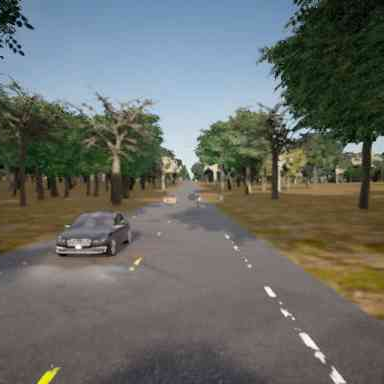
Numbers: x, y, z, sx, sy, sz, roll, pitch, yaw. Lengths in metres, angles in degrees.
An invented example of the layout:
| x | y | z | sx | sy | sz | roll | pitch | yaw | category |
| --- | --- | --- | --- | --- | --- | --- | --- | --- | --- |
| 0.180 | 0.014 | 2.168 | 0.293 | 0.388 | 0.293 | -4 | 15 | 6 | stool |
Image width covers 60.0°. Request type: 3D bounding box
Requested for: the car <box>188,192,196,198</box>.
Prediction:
| x | y | z | sx | sy | sz | roll | pitch | yaw | category |
| --- | --- | --- | --- | --- | --- | --- | --- | --- | --- |
| -0.005 | 0.687 | 84.097 | 1.837 | 1.490 | 4.892 | 0 | 1 | 0 | car |

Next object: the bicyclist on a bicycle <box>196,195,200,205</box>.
| x | y | z | sx | sy | sz | roll | pitch | yaw | category |
| --- | --- | --- | --- | --- | --- | --- | --- | --- | --- |
| 0.960 | 1.275 | 52.481 | 0.582 | 1.620 | 1.656 | 0 | 0 | 0 | bicyclist on a bicycle |

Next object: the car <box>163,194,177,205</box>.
| x | y | z | sx | sy | sz | roll | pitch | yaw | category |
| --- | --- | --- | --- | --- | --- | --- | --- | --- | --- |
| -3.557 | 1.142 | 55.182 | 2.097 | 1.767 | 4.553 | 0 | 1 | 1 | car |

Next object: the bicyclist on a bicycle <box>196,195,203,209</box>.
| x | y | z | sx | sy | sz | roll | pitch | yaw | category |
| --- | --- | --- | --- | --- | --- | --- | --- | --- | --- |
| 0.969 | 1.346 | 43.624 | 0.866 | 1.612 | 1.509 | 0 | 0 | 0 | bicyclist on a bicycle |

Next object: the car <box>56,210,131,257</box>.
| x | y | z | sx | sy | sz | roll | pitch | yaw | category |
| --- | --- | --- | --- | --- | --- | --- | --- | --- | --- |
| -3.600 | 1.498 | 12.967 | 1.837 | 1.490 | 4.892 | 0 | 0 | 0 | car |

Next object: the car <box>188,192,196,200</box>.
| x | y | z | sx | sy | sz | roll | pitch | yaw | category |
| --- | --- | --- | --- | --- | --- | --- | --- | --- | --- |
| -0.004 | 1.011 | 73.379 | 2.128 | 1.511 | 4.902 | 0 | 1 | 0 | car |
